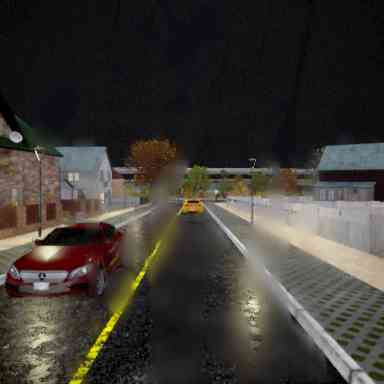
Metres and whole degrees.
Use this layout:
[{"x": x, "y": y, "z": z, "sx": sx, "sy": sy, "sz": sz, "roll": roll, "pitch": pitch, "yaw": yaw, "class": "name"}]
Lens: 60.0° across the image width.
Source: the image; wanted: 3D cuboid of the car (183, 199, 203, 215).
[{"x": 0.121, "y": 1.467, "z": 33.734, "sx": 1.882, "sy": 1.535, "sz": 5.008, "roll": 0, "pitch": 0, "yaw": 0, "class": "car"}]

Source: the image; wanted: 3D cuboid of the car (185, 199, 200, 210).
[{"x": 0.127, "y": 1.597, "z": 44.273, "sx": 1.895, "sy": 1.301, "sz": 4.718, "roll": 0, "pitch": 0, "yaw": 0, "class": "car"}]

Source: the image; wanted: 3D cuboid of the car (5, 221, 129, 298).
[{"x": -2.845, "y": 1.520, "z": 8.609, "sx": 1.812, "sy": 1.442, "sz": 4.674, "roll": 0, "pitch": 0, "yaw": 0, "class": "car"}]
